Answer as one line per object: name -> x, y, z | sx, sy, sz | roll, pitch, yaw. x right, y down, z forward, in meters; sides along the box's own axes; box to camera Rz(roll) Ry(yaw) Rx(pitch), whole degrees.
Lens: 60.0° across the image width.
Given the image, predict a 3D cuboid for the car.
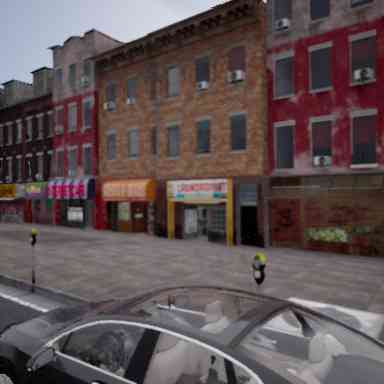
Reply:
car -> -0.140, 1.553, 2.922 | 4.403, 1.369, 2.008 | 0, -1, 36
